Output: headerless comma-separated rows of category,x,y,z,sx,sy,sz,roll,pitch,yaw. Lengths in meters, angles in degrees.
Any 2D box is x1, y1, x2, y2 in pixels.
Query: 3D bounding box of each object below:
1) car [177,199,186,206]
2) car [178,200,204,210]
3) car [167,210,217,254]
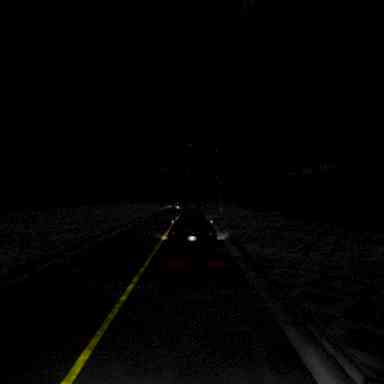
car,-1.967,2.389,73.145,1.837,1.490,4.892,0,-1,9
car,0.012,1.793,29.468,1.882,1.535,5.008,0,0,0
car,0.009,1.707,14.293,1.994,1.385,4.181,0,-1,0
